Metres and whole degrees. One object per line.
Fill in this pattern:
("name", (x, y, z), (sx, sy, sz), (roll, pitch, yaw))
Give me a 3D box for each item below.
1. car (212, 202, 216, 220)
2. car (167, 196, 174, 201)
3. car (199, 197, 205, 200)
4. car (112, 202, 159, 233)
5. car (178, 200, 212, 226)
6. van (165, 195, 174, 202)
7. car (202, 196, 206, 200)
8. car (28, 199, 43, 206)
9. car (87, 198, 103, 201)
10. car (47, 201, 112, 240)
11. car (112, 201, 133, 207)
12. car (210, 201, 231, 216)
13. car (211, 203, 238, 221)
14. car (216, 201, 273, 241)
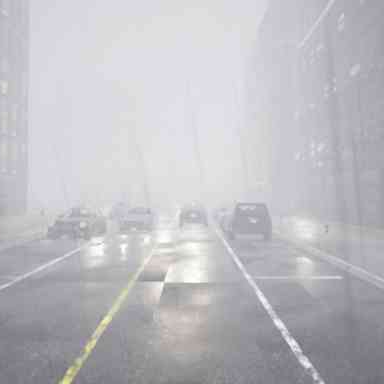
("car", (2.659, 1.614, 22.489), (1.947, 1.339, 4.313), (1, 0, 0))
("car", (-5.718, 1.769, 88.743), (1.802, 1.307, 4.206), (1, 0, 0))
("car", (0.084, 1.630, 39.252), (2.033, 1.411, 5.357), (0, 0, 0))
("car", (-3.108, 1.591, 20.438), (2.033, 1.411, 5.357), (0, 0, 0))
("car", (0.090, 1.554, 23.750), (2.163, 1.488, 4.792), (0, 0, 0))
("van", (-5.712, 1.516, 83.091), (1.690, 1.788, 3.998), (1, 0, 0))
("car", (2.665, 1.701, 83.225), (1.752, 1.417, 4.829), (1, 0, 0))
("car", (-30.078, 1.925, 62.217), (4.206, 1.307, 1.802), (0, -1, 0))
("car", (-18.737, 1.849, 62.175), (4.313, 1.339, 1.947), (0, -1, 0))
("car", (-5.684, 1.476, 16.867), (1.967, 1.590, 4.097), (1, 0, 0))
("car", (-5.689, 1.500, 28.179), (1.967, 1.590, 4.097), (1, 0, 0))
("car", (2.823, 1.654, 33.802), (1.802, 1.307, 4.206), (1, 0, 0))
("car", (2.656, 1.642, 28.146), (1.802, 1.307, 4.206), (1, 0, 0))
("car", (2.664, 1.352, 16.833), (2.192, 1.841, 5.009), (1, 0, 0))
